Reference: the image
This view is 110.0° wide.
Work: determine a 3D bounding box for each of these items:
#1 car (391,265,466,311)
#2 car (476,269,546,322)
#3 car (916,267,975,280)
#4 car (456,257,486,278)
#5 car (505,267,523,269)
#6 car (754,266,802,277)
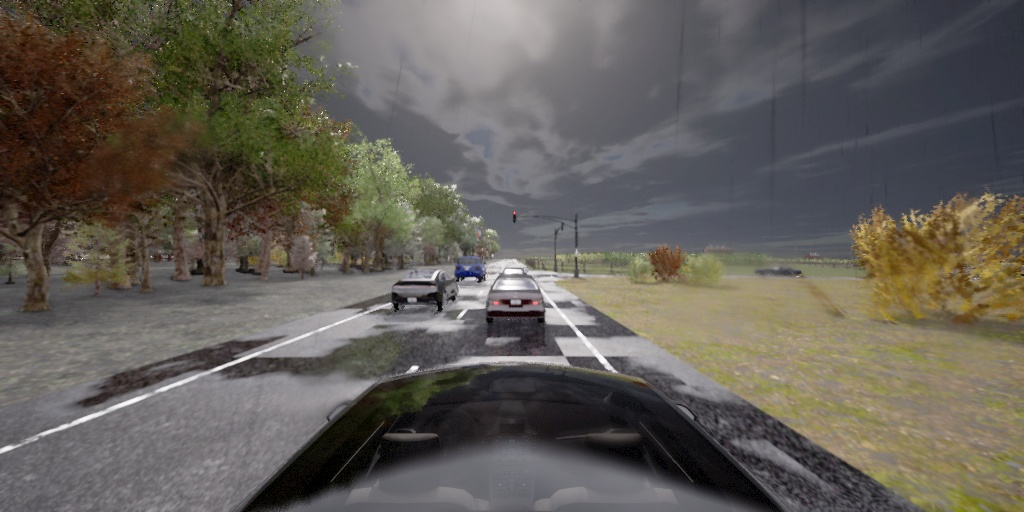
[{"bbox_3d":[-3.402,1.288,14.669,2.128,1.511,4.902,0,0,0],"label":"car"},{"bbox_3d":[0.099,1.336,12.424,2.033,1.411,5.357,0,0,0],"label":"car"},{"bbox_3d":[48.585,1.955,40.538,5.357,1.411,2.033,1,-1,1],"label":"car"},{"bbox_3d":[-3.402,1.074,29.843,2.150,2.045,5.566,0,0,0],"label":"car"},{"bbox_3d":[0.102,1.388,22.090,1.994,1.385,4.181,0,0,0],"label":"car"},{"bbox_3d":[32.666,1.908,44.204,4.718,1.301,1.895,1,-1,0],"label":"car"}]
